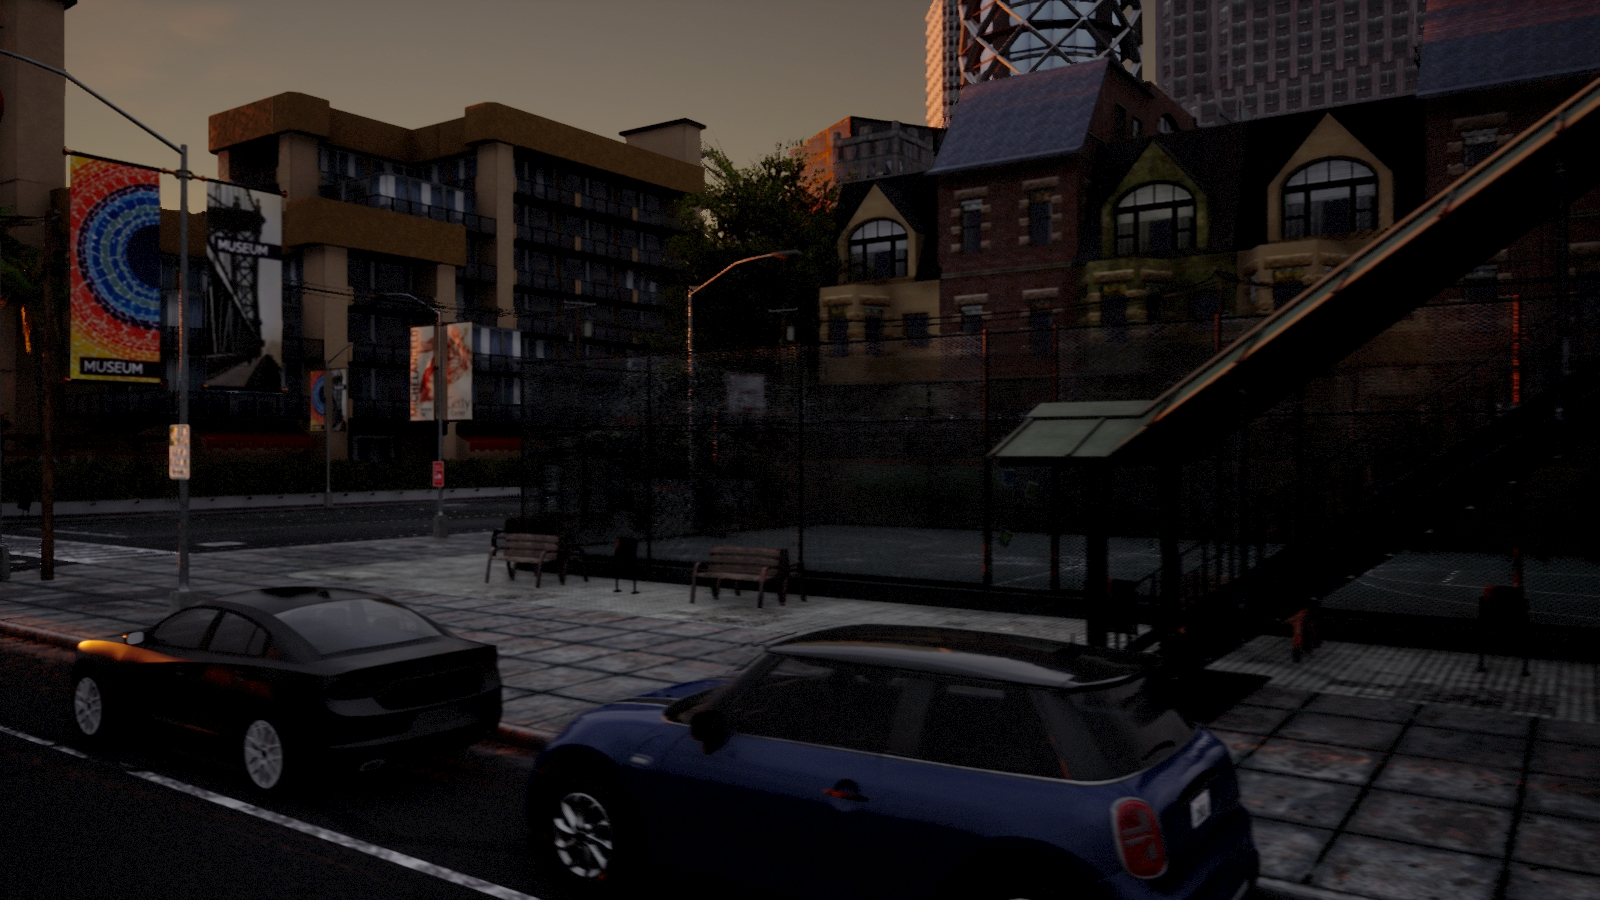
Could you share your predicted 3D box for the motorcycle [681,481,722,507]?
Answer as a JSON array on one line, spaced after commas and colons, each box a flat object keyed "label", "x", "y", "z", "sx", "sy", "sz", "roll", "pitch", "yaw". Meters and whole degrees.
[{"label": "motorcycle", "x": -5.037, "y": 2.218, "z": 58.409, "sx": 0.867, "sy": 1.251, "sz": 2.209, "roll": 0, "pitch": 0, "yaw": 34}]
